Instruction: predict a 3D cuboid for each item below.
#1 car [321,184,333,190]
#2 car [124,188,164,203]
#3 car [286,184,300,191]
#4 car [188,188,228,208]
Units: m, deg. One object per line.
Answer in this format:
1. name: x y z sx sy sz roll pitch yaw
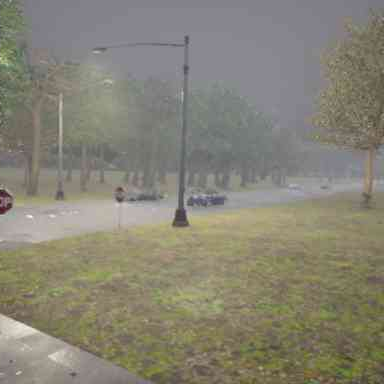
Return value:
1. car: 33.417 -1.280 82.059 1.895 1.301 4.718 4 4 35
2. car: -5.215 0.340 34.310 2.033 1.411 5.357 4 4 35
3. car: 22.059 -1.107 72.468 1.812 1.442 4.674 4 4 35
4. car: 1.585 0.491 31.782 2.097 1.767 4.553 4 4 35
